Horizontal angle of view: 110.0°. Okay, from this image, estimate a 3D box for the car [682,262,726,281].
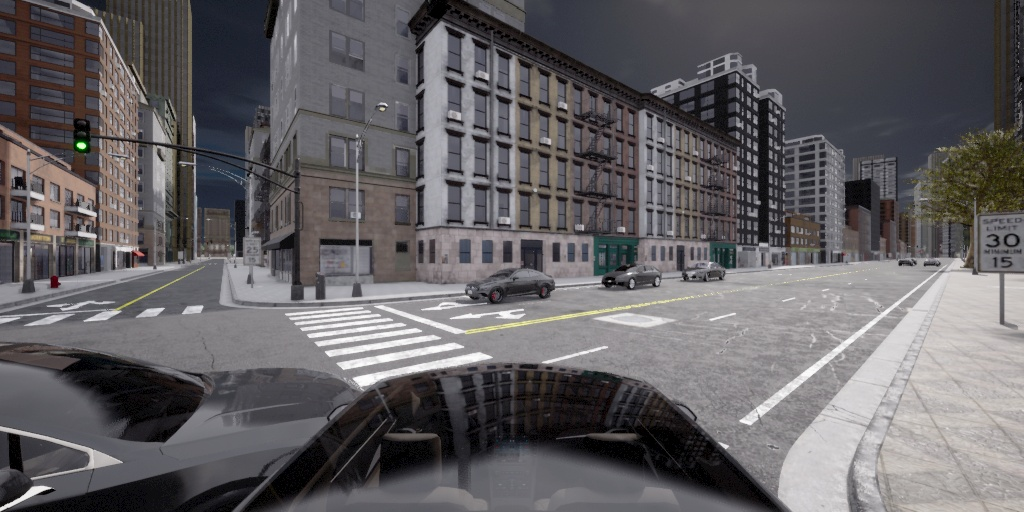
[{"bbox_3d":[15.773,1.237,29.423,4.902,1.511,2.128,0,0,-39],"label":"car"}]

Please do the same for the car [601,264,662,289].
[{"bbox_3d":[7.739,1.259,22.983,4.892,1.490,1.837,0,0,-39],"label":"car"}]

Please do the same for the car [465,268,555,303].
[{"bbox_3d":[0.024,1.287,16.787,4.674,1.442,1.812,0,0,-39],"label":"car"}]

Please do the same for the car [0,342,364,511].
[{"bbox_3d":[-3.216,1.257,1.828,4.892,1.490,1.837,0,0,-34],"label":"car"}]
